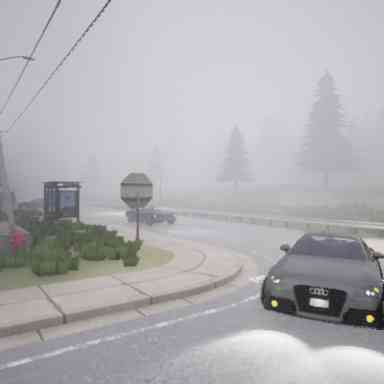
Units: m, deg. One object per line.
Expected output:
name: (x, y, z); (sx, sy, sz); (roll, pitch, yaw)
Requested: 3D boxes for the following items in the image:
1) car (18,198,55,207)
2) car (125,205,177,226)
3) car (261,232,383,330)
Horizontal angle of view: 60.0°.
car: (-19.280, 1.498, 42.071); (5.008, 1.535, 1.882); (0, 0, -14)
car: (-2.968, 1.628, 23.507); (1.895, 1.301, 4.718); (0, 0, -34)
car: (2.933, 1.579, 7.059); (1.994, 1.385, 4.181); (1, 0, 27)
